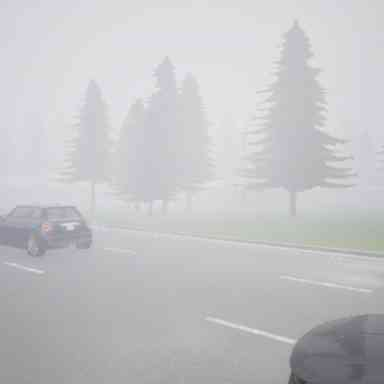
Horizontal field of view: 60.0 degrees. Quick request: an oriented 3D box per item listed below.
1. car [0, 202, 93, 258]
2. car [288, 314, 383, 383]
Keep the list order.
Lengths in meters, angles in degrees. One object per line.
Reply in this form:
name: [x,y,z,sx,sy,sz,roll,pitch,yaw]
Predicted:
car: [-5.829,1.210,12.455,4.553,1.767,2.097,1,0,36]
car: [3.061,1.496,1.807,5.008,1.535,1.882,1,0,36]
